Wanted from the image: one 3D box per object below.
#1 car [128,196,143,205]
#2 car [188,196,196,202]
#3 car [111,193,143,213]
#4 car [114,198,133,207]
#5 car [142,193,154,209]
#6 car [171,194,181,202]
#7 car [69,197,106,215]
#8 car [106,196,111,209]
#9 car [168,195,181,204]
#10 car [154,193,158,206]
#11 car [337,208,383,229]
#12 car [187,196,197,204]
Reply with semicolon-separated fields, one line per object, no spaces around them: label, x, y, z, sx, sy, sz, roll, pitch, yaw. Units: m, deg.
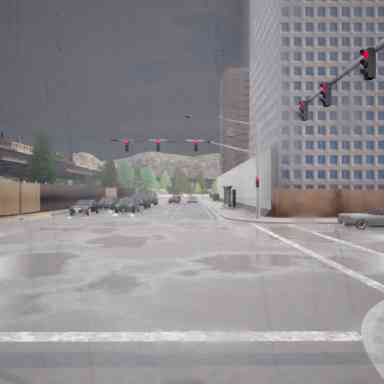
car;-10.568;1.478;62.100;1.882;1.535;5.008;0;0;0
car;-0.010;1.595;74.805;1.895;1.301;4.718;0;0;0
car;-7.093;1.352;36.739;2.097;1.767;4.553;0;0;0
car;-10.595;1.601;51.881;1.895;1.301;4.718;0;0;0
car;-7.091;1.221;46.175;2.150;2.045;5.566;0;0;0
car;-3.511;1.305;74.425;1.882;1.535;5.008;0;0;0
car;-10.608;1.492;33.191;2.128;1.511;4.902;0;0;1
car;-10.598;1.352;42.087;2.097;1.767;4.553;0;0;0
car;-3.510;1.601;64.232;1.895;1.301;4.718;0;0;0
car;-7.073;1.221;56.904;2.150;2.045;5.566;0;0;0
car;11.850;1.656;21.142;4.718;1.301;1.895;0;0;0
car;0.086;1.601;64.563;1.895;1.301;4.718;0;0;0
